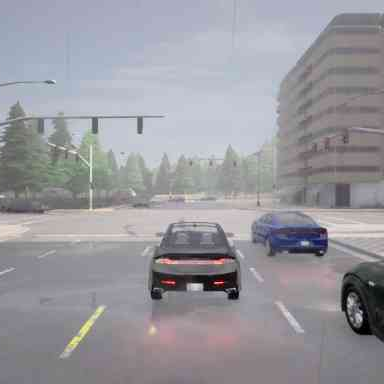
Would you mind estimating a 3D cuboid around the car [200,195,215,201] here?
[{"bbox_3d":[3.831,1.524,80.279,1.812,1.442,4.674,0,0,38],"label":"car"}]

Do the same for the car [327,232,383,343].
[{"bbox_3d":[3.600,1.352,3.877,2.097,1.767,4.553,0,0,0],"label":"car"}]

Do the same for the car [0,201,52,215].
[{"bbox_3d":[-17.561,1.603,34.934,5.357,1.411,2.033,0,0,7],"label":"car"}]

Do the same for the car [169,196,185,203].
[{"bbox_3d":[-3.091,1.525,69.464,1.812,1.442,4.674,0,0,23],"label":"car"}]

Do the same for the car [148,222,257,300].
[{"bbox_3d":[0.067,1.492,8.383,2.128,1.511,4.902,0,0,0],"label":"car"}]

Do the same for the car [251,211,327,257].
[{"bbox_3d":[3.586,1.478,13.028,1.882,1.535,5.008,0,0,0],"label":"car"}]

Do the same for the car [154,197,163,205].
[{"bbox_3d":[-6.205,1.525,57.609,1.812,1.442,4.674,0,0,8],"label":"car"}]

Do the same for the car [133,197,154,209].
[{"bbox_3d":[-6.948,1.564,46.362,1.994,1.385,4.181,0,0,2],"label":"car"}]
